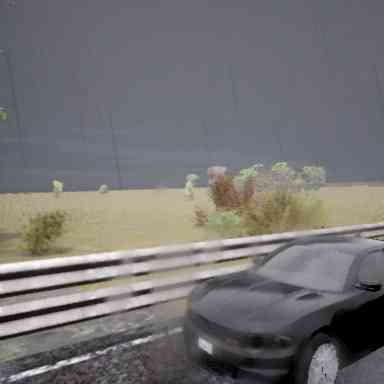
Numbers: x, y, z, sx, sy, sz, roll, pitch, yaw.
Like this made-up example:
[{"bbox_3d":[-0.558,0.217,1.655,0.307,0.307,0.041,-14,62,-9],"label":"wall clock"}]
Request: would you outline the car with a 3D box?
[{"bbox_3d":[2.187,1.476,5.237,5.008,1.535,1.882,0,0,-35],"label":"car"}]
